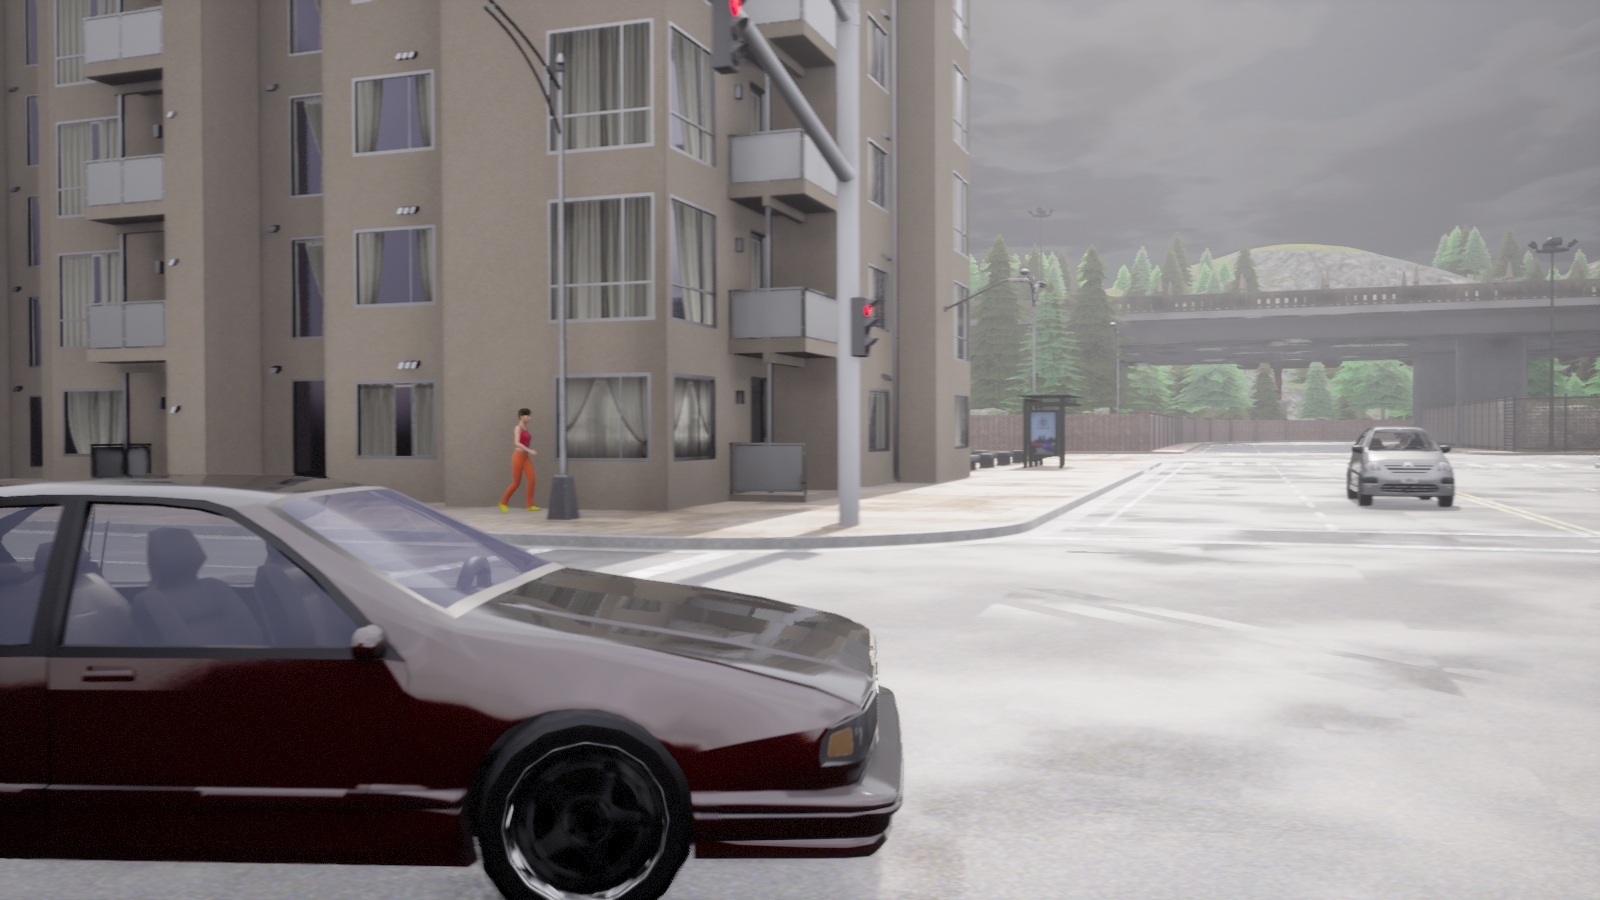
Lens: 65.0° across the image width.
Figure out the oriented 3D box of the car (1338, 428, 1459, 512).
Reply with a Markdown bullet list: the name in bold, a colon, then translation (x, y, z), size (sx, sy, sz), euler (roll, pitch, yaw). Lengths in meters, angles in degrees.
- **car**: translation (12.443, 0.350, 26.339), size (1.851, 1.617, 3.988), euler (1, 1, 19)

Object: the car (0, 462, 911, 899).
- **car**: translation (-2.289, 0.786, 4.932), size (5.357, 1.411, 2.033), euler (0, 1, 3)

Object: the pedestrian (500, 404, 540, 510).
- **pedestrian**: translation (-4.868, 0.117, 21.840), size (0.594, 1.836, 0.345), euler (1, 1, 19)
